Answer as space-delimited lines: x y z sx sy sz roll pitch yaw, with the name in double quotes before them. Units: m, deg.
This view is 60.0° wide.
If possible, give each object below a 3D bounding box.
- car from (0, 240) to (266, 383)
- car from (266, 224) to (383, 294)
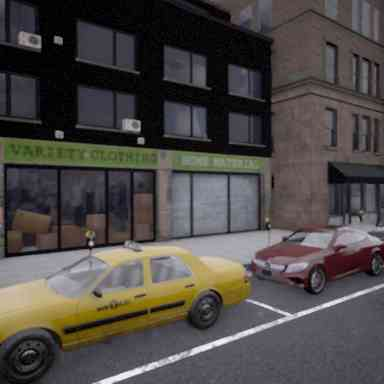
"car" -1.192 1.513 5.335 4.829 1.417 1.752 0 0 -35
"car" 3.360 1.535 8.568 4.206 1.307 1.802 0 0 -35
